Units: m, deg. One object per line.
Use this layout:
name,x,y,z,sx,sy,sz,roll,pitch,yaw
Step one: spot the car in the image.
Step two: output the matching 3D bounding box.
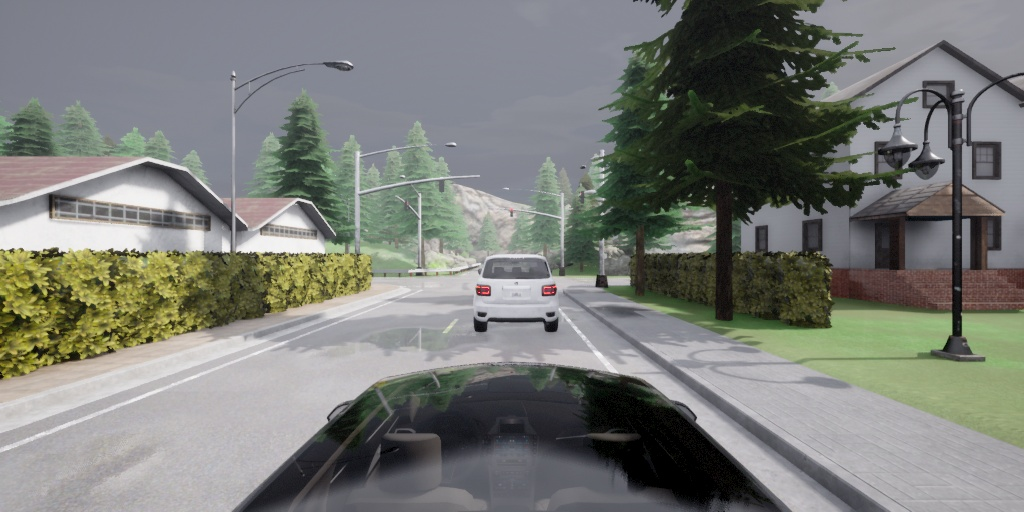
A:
car,0.104,0.971,10.964,2.150,2.045,5.566,0,0,0
